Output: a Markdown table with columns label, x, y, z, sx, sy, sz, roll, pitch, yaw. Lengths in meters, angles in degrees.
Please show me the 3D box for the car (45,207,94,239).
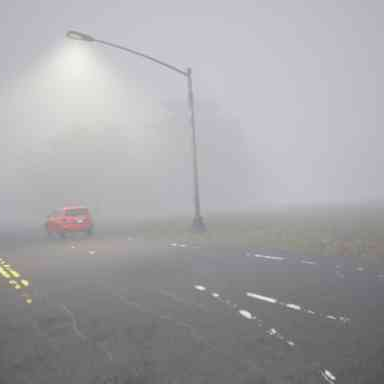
| label | x | y | z | sx | sy | sz | roll | pitch | yaw |
| --- | --- | --- | --- | --- | --- | --- | --- | --- | --- |
| car | -8.827 | 2.127 | 23.719 | 2.150 | 2.045 | 5.566 | -3 | -2 | -36 |
